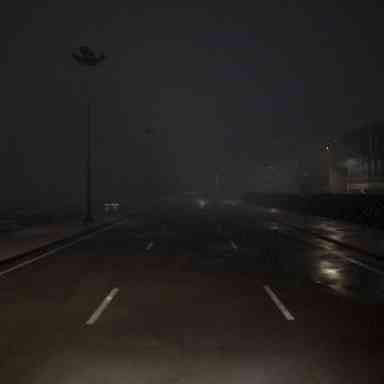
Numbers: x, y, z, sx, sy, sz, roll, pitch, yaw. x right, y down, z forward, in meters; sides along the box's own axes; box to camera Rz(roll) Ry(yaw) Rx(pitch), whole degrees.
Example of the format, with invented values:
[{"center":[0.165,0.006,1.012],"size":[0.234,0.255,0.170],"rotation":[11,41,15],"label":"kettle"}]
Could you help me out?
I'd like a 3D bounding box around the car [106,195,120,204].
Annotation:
[{"center":[-14.774,1.440,62.516],"size":[1.837,1.490,4.892],"rotation":[0,1,0],"label":"car"}]
